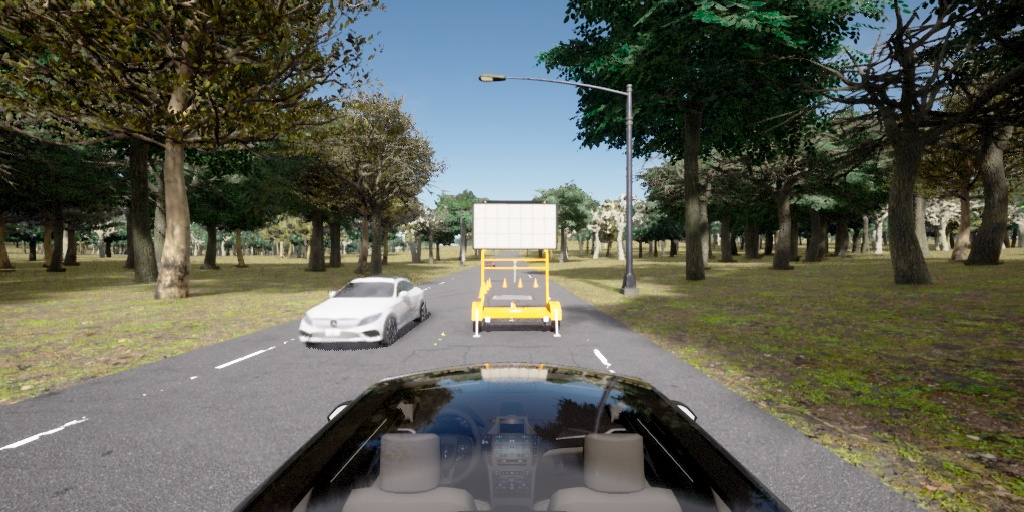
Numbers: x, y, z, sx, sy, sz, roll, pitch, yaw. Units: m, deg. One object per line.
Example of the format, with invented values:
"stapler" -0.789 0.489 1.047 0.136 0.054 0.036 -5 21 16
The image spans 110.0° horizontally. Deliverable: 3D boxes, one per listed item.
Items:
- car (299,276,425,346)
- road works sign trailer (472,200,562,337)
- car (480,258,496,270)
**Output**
"car" -3.589 1.280 9.513 1.812 1.442 4.674 0 0 0
"road works sign trailer" 0.079 0.220 10.297 2.380 3.560 2.880 0 0 -2
"car" -3.542 1.115 52.893 2.097 1.767 4.553 0 0 0
